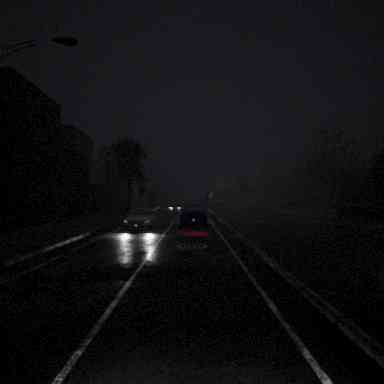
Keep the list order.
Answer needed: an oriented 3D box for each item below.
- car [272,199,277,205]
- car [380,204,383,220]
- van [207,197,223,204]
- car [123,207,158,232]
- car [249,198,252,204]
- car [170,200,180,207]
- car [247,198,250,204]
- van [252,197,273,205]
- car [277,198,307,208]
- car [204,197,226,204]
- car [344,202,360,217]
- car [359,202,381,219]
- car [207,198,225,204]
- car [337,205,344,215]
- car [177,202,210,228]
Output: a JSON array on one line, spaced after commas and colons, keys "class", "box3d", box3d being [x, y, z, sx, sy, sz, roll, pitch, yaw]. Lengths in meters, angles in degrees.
[{"class": "car", "box3d": [18.705, 2.162, 64.727, 4.674, 1.452, 2.002, 0, -1, 0]}, {"class": "car", "box3d": [18.706, 1.782, 27.524, 4.674, 1.452, 2.002, 0, -1, 0]}, {"class": "van", "box3d": [6.371, 2.438, 92.031, 4.442, 1.987, 1.878, 0, -2, 0]}, {"class": "car", "box3d": [-3.343, 1.761, 22.209, 1.812, 1.442, 4.674, 0, -1, 0]}, {"class": "car", "box3d": [18.737, 2.549, 88.312, 5.366, 1.575, 1.946, 0, -2, 0]}, {"class": "car", "box3d": [-3.251, 2.195, 64.016, 1.812, 1.442, 4.674, 0, -1, 0]}, {"class": "car", "box3d": [18.717, 2.628, 90.972, 5.366, 1.575, 1.946, 0, -2, 0]}, {"class": "van", "box3d": [18.457, 2.250, 85.523, 4.442, 1.987, 1.878, 0, -2, 0]}, {"class": "car", "box3d": [18.774, 1.962, 61.558, 4.553, 1.767, 2.185, 0, -1, 0]}, {"class": "car", "box3d": [6.116, 2.486, 86.069, 5.366, 1.575, 1.946, 0, -2, 0]}, {"class": "car", "box3d": [18.710, 1.808, 33.947, 4.892, 1.521, 2.231, 0, -1, 0]}, {"class": "car", "box3d": [18.718, 1.774, 30.673, 5.008, 1.535, 2.097, 0, -1, 0]}, {"class": "car", "box3d": [6.310, 2.443, 88.991, 4.553, 1.767, 2.185, 0, -2, 0]}, {"class": "car", "box3d": [18.716, 1.881, 37.222, 4.674, 1.452, 2.002, 0, -1, 0]}, {"class": "car", "box3d": [0.107, 1.736, 24.449, 1.882, 1.535, 5.008, 0, -1, 0]}]
